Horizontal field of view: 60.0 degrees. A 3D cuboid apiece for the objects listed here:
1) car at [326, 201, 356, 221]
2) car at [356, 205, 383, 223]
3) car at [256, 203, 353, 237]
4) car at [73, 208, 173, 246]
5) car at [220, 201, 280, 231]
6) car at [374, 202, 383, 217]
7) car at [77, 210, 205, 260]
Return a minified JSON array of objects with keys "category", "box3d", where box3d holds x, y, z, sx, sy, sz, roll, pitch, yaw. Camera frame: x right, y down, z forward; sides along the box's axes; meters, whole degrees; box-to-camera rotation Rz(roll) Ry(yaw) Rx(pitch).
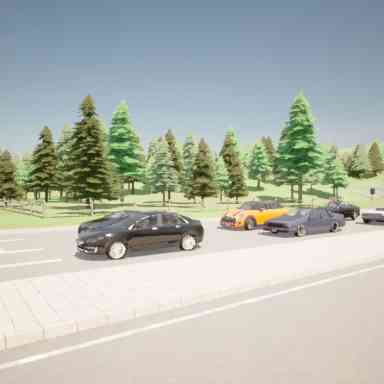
[{"category":"car","box3d":[11.192,1.491,25.993,4.902,1.511,2.128,0,0,-35]},{"category":"car","box3d":[14.117,1.601,23.783,4.718,1.301,1.895,0,0,-35]},{"category":"car","box3d":[6.281,1.547,18.249,5.357,1.411,2.033,0,0,-35]},{"category":"car","box3d":[-3.223,1.564,15.788,4.181,1.385,1.994,0,0,-35]},{"category":"car","box3d":[3.939,1.352,20.873,4.553,1.767,2.097,0,0,-35]},{"category":"car","box3d":[19.508,1.601,31.801,4.718,1.301,1.895,0,0,-35]},{"category":"car","box3d":[-1.778,1.506,12.532,4.892,1.490,1.837,0,0,-35]}]
